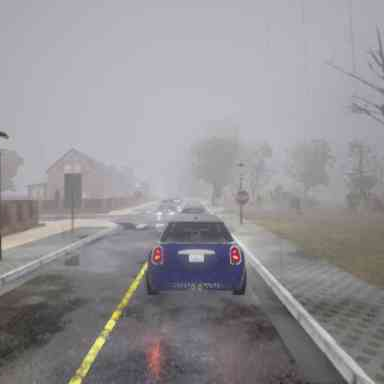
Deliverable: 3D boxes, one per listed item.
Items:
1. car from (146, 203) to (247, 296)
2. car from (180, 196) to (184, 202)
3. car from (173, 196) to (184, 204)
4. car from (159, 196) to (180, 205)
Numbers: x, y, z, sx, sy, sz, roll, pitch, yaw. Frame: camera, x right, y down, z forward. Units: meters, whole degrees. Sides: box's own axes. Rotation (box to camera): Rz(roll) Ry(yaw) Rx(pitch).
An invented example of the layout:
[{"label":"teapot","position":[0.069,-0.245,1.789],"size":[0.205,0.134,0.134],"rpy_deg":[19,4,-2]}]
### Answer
[{"label":"car","position":[0.095,1.339,8.776],"size":[2.097,1.767,4.553],"rpy_deg":[0,0,0]},{"label":"car","position":[-2.779,1.521,54.043],"size":[1.812,1.442,4.674],"rpy_deg":[0,0,0]},{"label":"car","position":[-2.699,1.521,66.185],"size":[1.837,1.490,4.892],"rpy_deg":[0,0,1]},{"label":"car","position":[-2.872,1.506,39.371],"size":[1.812,1.442,4.674],"rpy_deg":[0,0,2]}]
